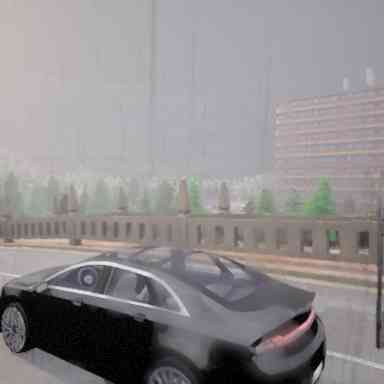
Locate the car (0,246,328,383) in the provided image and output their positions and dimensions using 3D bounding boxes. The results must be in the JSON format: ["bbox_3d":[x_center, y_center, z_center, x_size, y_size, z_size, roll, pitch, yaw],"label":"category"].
[{"bbox_3d":[-0.789,1.514,4.556,4.902,1.511,2.128,-1,0,36],"label":"car"}]
